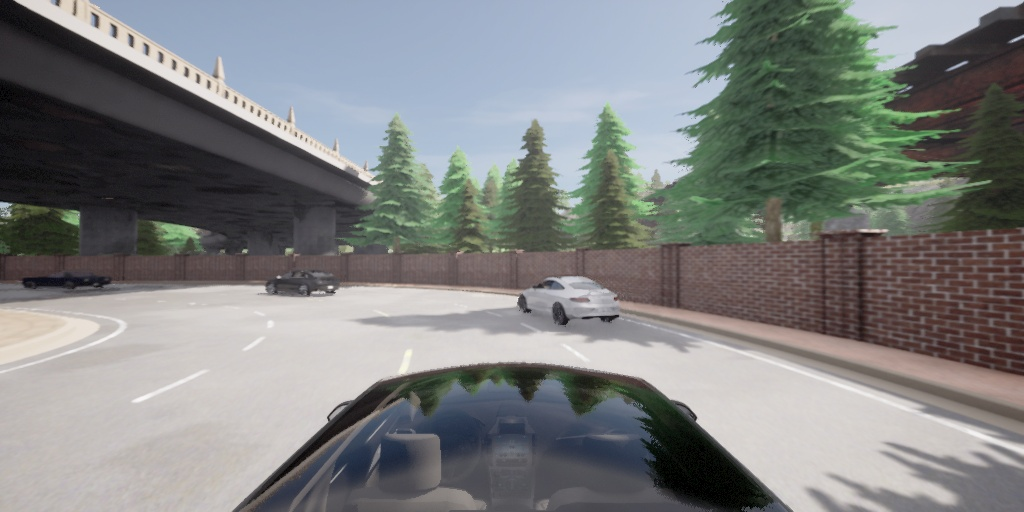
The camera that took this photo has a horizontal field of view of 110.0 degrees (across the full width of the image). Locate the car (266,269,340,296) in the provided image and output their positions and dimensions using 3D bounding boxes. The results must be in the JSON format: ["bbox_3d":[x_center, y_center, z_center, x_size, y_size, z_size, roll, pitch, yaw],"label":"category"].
[{"bbox_3d":[-12.536,1.545,21.447,4.892,1.490,1.837,0,-1,24],"label":"car"}]

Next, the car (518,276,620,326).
[{"bbox_3d":[1.785,1.417,12.322,1.812,1.442,4.674,1,-1,-21],"label":"car"}]

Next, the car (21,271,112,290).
[{"bbox_3d":[-31.684,1.726,25.535,4.718,1.301,1.895,0,-1,3],"label":"car"}]
